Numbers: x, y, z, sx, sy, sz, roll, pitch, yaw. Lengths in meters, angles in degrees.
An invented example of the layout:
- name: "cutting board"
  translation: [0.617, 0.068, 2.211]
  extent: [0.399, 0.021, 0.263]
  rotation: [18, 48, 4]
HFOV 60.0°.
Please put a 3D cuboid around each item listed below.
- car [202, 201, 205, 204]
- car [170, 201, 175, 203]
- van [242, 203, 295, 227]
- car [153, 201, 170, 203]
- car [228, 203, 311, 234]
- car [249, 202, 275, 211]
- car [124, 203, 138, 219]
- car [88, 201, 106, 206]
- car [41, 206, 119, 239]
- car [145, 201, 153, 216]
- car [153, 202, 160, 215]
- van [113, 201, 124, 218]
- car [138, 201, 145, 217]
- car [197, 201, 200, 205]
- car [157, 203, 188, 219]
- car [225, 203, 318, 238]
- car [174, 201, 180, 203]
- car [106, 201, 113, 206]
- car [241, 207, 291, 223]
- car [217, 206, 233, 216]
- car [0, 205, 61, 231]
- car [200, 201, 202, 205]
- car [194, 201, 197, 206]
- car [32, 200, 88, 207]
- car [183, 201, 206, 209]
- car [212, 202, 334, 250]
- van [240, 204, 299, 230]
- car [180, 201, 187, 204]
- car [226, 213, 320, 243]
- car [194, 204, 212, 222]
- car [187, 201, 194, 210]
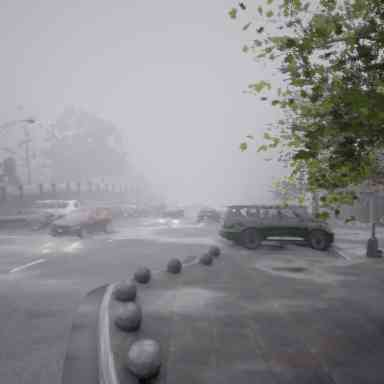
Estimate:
- name: "car"
  translation: [-0.036, 3.456, 82.092]
  extent: [4.892, 1.521, 2.231]
  rotation: [0, -2, -9]
- name: "car"
  translation: [-5.797, 2.644, 52.502]
  extent: [5.366, 1.575, 1.946]
  rotation: [0, -2, -9]
- name: "van"
  translation: [7.110, 2.144, 31.025]
  extent: [4.442, 1.987, 1.878]
  rotation: [2, -2, -9]
- name: "car"
  translation: [-6.604, 2.313, 49.510]
  extent: [5.566, 2.045, 2.435]
  rotation: [1, -1, -9]
- name: "car"
  translation: [5.804, 1.953, 25.194]
  extent: [5.566, 2.045, 2.435]
  rotation: [2, -1, -9]
- name: "car"
  translation: [16.929, 3.464, 80.312]
  extent: [5.566, 2.045, 2.435]
  rotation: [2, -1, -9]
- name: "car"
  translation: [-8.964, 2.241, 37.665]
  extent: [4.892, 1.521, 2.231]
  rotation: [0, -2, -9]
- name: "car"
  translation: [-10.718, 1.744, 28.798]
  extent: [5.566, 2.045, 2.435]
  rotation: [0, -2, -9]
- name: "car"
  translation: [-6.512, 1.853, 20.114]
  extent: [1.882, 1.535, 5.008]
  rotation: [1, -1, 11]
- name: "car"
  translation: [-7.736, 2.277, 43.590]
  extent: [4.553, 1.767, 2.185]
  rotation: [0, -1, -9]
- name: "car"
  translation: [-7.140, 2.514, 46.549]
  extent: [4.792, 1.488, 2.163]
  rotation: [0, -2, -9]
- name: "van"
  translation: [-9.666, 1.932, 34.684]
  extent: [4.442, 1.987, 1.878]
  rotation: [0, -1, -9]
- name: "car"
  translation: [-8.324, 2.196, 40.620]
  extent: [4.553, 1.767, 2.185]
  rotation: [0, -1, -9]
- name: "car"
  translation: [-1.251, 3.168, 76.169]
  extent: [4.553, 1.767, 2.185]
  rotation: [0, -2, -9]
- name: "car"
  translation: [-2.292, 2.429, 40.661]
  extent: [1.882, 1.535, 5.008]
  rotation: [1, -2, 11]
- name: "car"
  translation: [5.219, 1.873, 22.294]
  extent: [5.566, 2.045, 2.435]
  rotation: [2, -1, -9]
- name: "car"
  translation: [-5.351, 2.476, 55.440]
  extent: [5.566, 2.045, 2.435]
  rotation: [0, -2, -9]
- name: "car"
  translation: [-10.181, 1.951, 31.744]
  extent: [4.553, 1.767, 2.185]
  rotation: [0, -2, -9]
- name: "car"
  translation: [8.151, 2.526, 36.792]
  extent: [4.892, 1.521, 2.231]
  rotation: [2, -1, -9]
- name: "car"
  translation: [5.199, 2.949, 52.055]
  extent: [1.895, 1.301, 4.718]
  rotation: [1, -1, 11]
- name: "car"
  translation: [-11.956, 1.860, 22.836]
  extent: [4.792, 1.488, 2.163]
  rotation: [0, -1, -8]
- name: "car"
  translation: [-0.593, 3.249, 79.134]
  extent: [4.553, 1.767, 2.185]
  rotation: [0, -1, -9]
- name: "car"
  translation: [-1.841, 3.087, 73.201]
  extent: [4.553, 1.767, 2.185]
  rotation: [0, -2, -9]
- name: "car"
  translation: [-11.361, 1.661, 25.807]
  extent: [5.566, 2.045, 2.435]
  rotation: [0, -1, -9]
- name: "car"
  translation: [0.542, 3.284, 85.046]
  extent: [5.566, 2.045, 2.435]
  rotation: [0, -1, -9]
- name: "car"
  translation: [4.105, 1.714, 16.518]
  extent: [5.566, 2.045, 2.435]
  rotation: [2, -2, -8]
- name: "van"
  translation: [6.526, 2.064, 28.125]
  extent: [4.442, 1.987, 1.878]
  rotation: [2, -2, -9]
- name: "car"
  translation: [-4.225, 2.637, 61.360]
  extent: [5.566, 2.045, 2.435]
  rotation: [0, -1, -9]
- name: "car"
  translation: [4.634, 2.073, 19.379]
  extent: [4.792, 1.488, 2.163]
  rotation: [2, -1, -9]
- name: "car"
  translation: [1.805, 2.390, 35.154]
  extent: [1.837, 1.490, 4.892]
  rotation: [1, -1, 11]
- name: "car"
  translation: [-2.976, 2.800, 67.295]
  extent: [5.566, 2.045, 2.435]
  rotation: [0, -2, -9]
